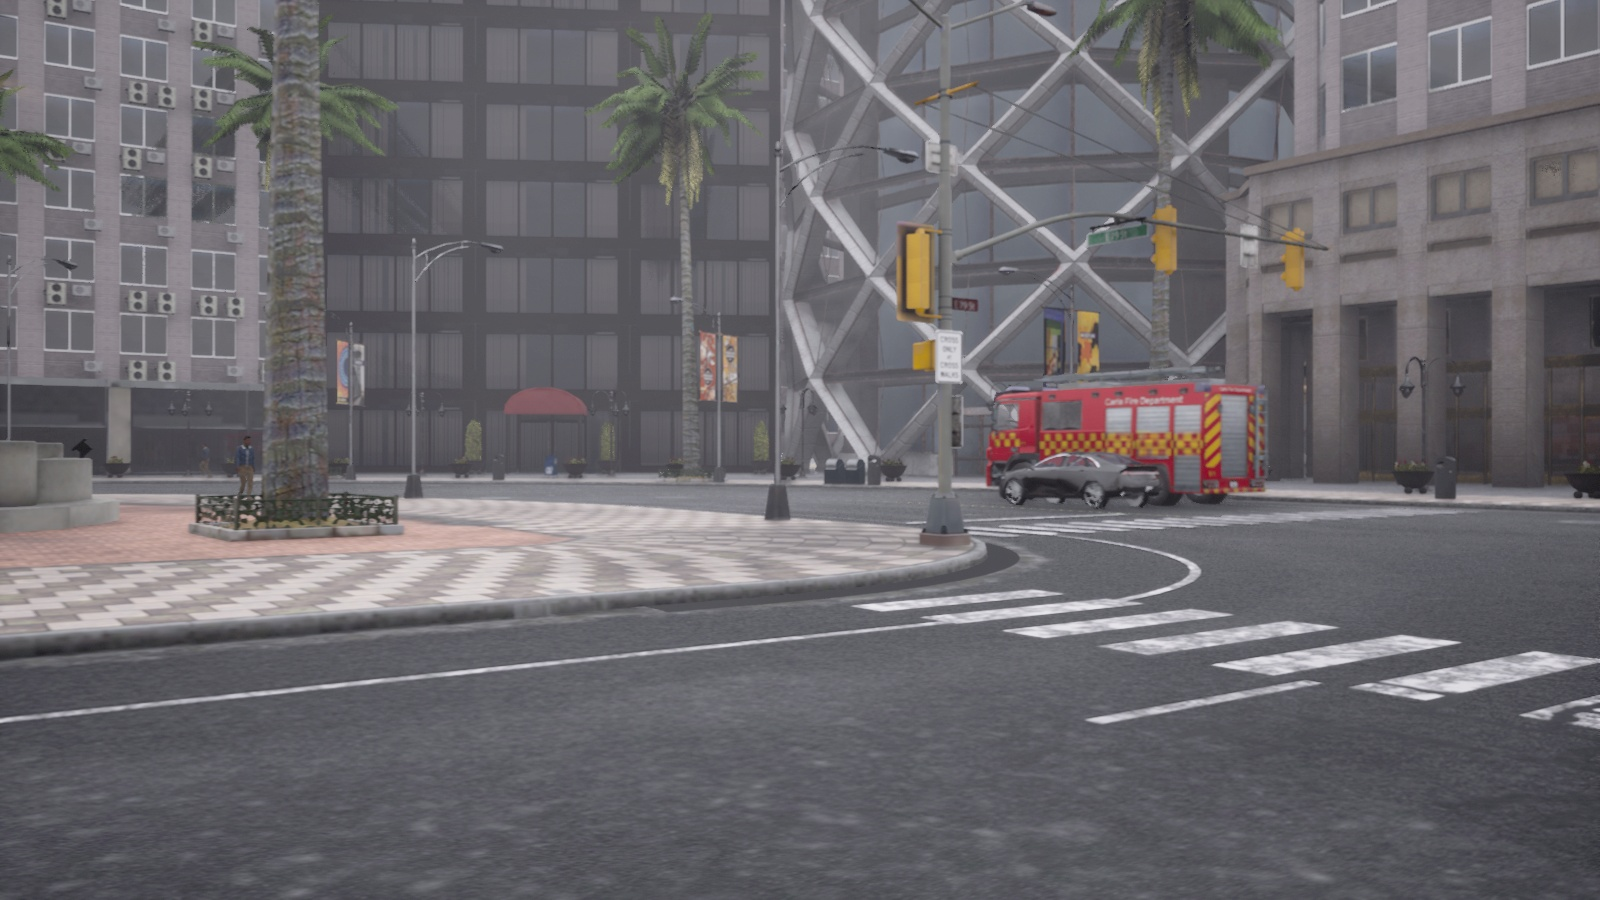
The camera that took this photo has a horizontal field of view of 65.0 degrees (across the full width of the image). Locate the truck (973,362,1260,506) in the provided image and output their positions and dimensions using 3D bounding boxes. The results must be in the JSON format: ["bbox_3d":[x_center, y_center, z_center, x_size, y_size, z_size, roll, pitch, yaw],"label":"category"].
[{"bbox_3d":[9.207,-0.409,37.690,2.891,3.827,8.468,0,0,-36],"label":"truck"}]

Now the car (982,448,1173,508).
[{"bbox_3d":[7.443,0.716,34.161,2.128,1.511,4.902,0,0,-35],"label":"car"}]

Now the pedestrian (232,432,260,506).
[{"bbox_3d":[-14.761,0.502,33.453,0.423,1.949,0.788,0,0,-43],"label":"pedestrian"}]

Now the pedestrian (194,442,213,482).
[{"bbox_3d":[-29.804,0.598,62.769,0.788,1.949,0.423,0,0,-11],"label":"pedestrian"}]
